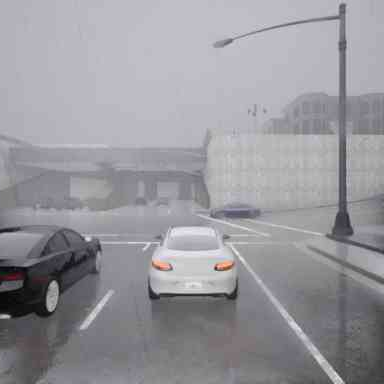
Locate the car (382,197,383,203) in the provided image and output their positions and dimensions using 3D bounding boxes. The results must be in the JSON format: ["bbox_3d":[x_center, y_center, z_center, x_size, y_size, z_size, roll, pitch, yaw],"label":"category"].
[{"bbox_3d":[17.943,0.077,27.246,4.181,1.385,1.994,-11,0,-1],"label":"car"}]

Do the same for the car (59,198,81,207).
[{"bbox_3d":[-18.967,1.600,52.009,1.895,1.301,4.718,0,0,-2],"label":"car"}]

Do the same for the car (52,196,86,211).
[{"bbox_3d":[-15.091,1.351,41.047,2.097,1.767,4.553,0,0,-2],"label":"car"}]

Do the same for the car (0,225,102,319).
[{"bbox_3d":[-3.479,1.477,7.492,1.882,1.535,5.008,0,0,0],"label":"car"}]

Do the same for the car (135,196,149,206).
[{"bbox_3d":[-8.408,1.504,56.029,1.837,1.490,4.892,0,0,-2],"label":"car"}]

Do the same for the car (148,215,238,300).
[{"bbox_3d":[0.015,1.526,8.292,1.812,1.442,4.674,0,0,0],"label":"car"}]

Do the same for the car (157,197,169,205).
[{"bbox_3d":[-4.939,1.524,57.036,1.812,1.442,4.674,0,0,-2],"label":"car"}]

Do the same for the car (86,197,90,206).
[{"bbox_3d":[-15.407,1.490,50.240,2.128,1.511,4.902,0,0,-2],"label":"car"}]

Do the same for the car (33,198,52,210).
[{"bbox_3d":[-18.650,1.490,42.582,2.128,1.511,4.902,0,0,-2],"label":"car"}]

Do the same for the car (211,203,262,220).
[{"bbox_3d":[3.579,1.571,27.329,4.181,1.385,1.994,-1,0,4],"label":"car"}]
